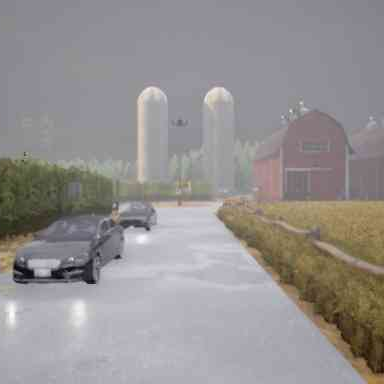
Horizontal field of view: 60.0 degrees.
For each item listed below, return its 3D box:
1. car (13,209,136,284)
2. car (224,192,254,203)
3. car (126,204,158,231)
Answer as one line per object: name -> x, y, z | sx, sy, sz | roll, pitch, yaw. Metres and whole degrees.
car -> -3.197, 1.457, 9.570 | 2.128, 1.511, 4.902 | 0, 0, 0
car -> 5.888, 1.154, 40.636 | 1.882, 1.535, 5.008 | 1, 1, 39
car -> -3.167, 1.442, 20.166 | 2.033, 1.411, 5.357 | 0, 0, 0
